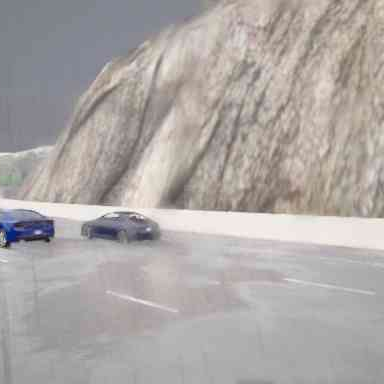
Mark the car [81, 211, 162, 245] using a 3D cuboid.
[{"bbox_3d":[-3.401,1.586,15.703,4.181,1.385,1.994,0,0,40],"label":"car"}]

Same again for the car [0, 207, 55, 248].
[{"bbox_3d":[-8.144,1.492,15.142,5.008,1.535,1.882,0,0,41],"label":"car"}]
